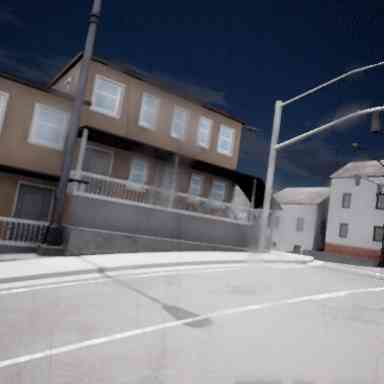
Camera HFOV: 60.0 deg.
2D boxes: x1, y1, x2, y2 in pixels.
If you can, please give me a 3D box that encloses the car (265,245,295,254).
[{"bbox_3d":[6.916,5.505,29.683,1.882,1.535,5.008,12,-16,-34],"label":"car"}]
